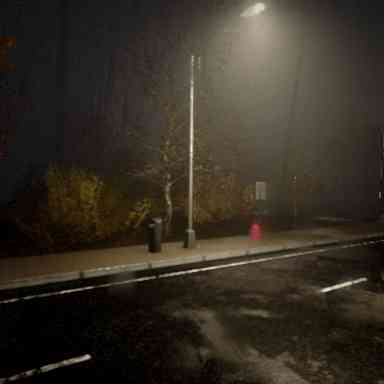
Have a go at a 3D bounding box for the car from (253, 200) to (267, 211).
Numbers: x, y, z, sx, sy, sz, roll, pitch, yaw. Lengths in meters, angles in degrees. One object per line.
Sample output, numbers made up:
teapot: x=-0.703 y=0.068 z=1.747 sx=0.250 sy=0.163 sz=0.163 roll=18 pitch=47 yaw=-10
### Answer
car: x=8.691 y=1.808 z=47.901 sx=2.097 sy=1.767 sz=4.553 roll=1 pitch=-1 yaw=-26
